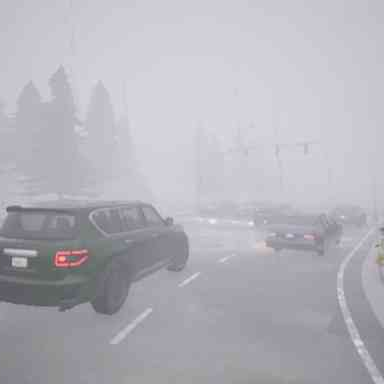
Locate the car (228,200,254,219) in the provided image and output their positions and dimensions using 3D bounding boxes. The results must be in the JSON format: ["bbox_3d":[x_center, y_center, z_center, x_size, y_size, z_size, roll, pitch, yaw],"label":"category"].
[{"bbox_3d":[5.105,1.396,27.090,1.837,1.490,4.892,0,0,33],"label":"car"}]

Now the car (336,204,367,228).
[{"bbox_3d":[10.176,1.475,21.764,1.994,1.385,4.181,0,0,32],"label":"car"}]

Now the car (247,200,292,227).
[{"bbox_3d":[5.378,1.419,20.728,1.837,1.490,4.892,0,0,32],"label":"car"}]

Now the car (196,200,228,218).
[{"bbox_3d":[2.505,1.425,29.503,2.033,1.411,5.357,0,0,33],"label":"car"}]

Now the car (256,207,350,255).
[{"bbox_3d":[4.605,1.493,13.128,2.033,1.411,5.357,0,0,33],"label":"car"}]

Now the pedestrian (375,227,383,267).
[{"bbox_3d":[4.851,1.387,8.280,0.375,1.300,0.375,0,0,26],"label":"pedestrian"}]

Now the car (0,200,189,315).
[{"bbox_3d":[-1.865,1.189,7.813,2.150,2.045,5.566,0,0,19],"label":"car"}]
